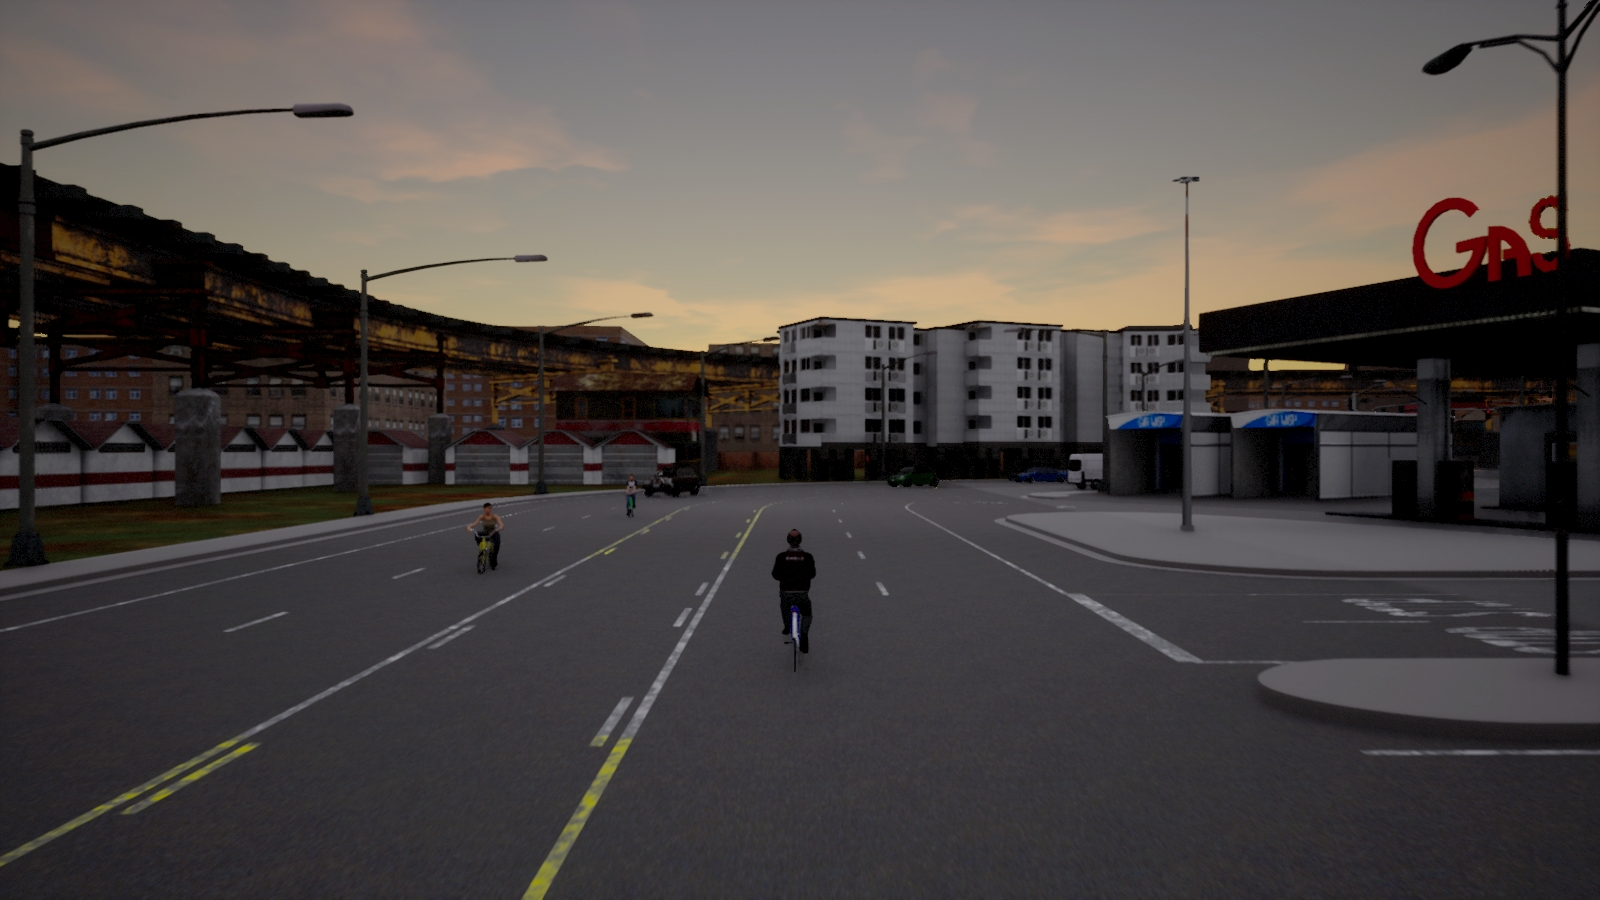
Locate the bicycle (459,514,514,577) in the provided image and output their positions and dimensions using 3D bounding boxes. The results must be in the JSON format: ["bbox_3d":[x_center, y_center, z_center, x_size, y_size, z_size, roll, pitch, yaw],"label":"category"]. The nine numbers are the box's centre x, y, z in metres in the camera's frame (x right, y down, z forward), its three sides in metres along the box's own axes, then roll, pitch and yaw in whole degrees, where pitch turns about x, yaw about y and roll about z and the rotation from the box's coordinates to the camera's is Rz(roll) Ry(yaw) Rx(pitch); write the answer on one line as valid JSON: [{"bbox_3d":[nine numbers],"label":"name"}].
[{"bbox_3d":[-7.115,2.145,25.976,0.859,1.301,1.487,0,0,-1],"label":"bicycle"}]

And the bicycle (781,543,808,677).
[{"bbox_3d":[-0.074,2.048,15.018,0.329,1.496,1.835,0,0,0],"label":"bicycle"}]

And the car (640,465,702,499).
[{"bbox_3d":[-7.598,1.865,67.865,1.932,1.855,4.605,-2,-1,17],"label":"car"}]
